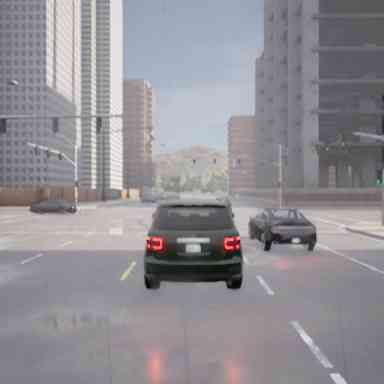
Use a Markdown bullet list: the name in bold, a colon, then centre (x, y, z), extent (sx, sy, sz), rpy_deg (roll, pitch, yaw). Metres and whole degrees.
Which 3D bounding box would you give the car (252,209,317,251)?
- **car**: centre (3.540, 1.424, 13.725), extent (2.128, 1.511, 4.902), rpy_deg (0, 0, 0)

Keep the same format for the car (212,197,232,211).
- **car**: centre (3.320, 1.320, 37.989), extent (1.837, 1.490, 4.892), rpy_deg (0, 0, 0)

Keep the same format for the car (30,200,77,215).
- **car**: centre (-13.201, 1.410, 31.705), extent (4.181, 1.385, 1.994), rpy_deg (0, 0, 10)

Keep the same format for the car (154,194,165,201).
- **car**: centre (-6.989, 1.154, 71.603), extent (1.837, 1.490, 4.892), rpy_deg (0, 0, 1)

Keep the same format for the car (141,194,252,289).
- **car**: centre (0.034, 1.177, 9.146), extent (2.150, 2.045, 5.566), rpy_deg (0, 0, 0)

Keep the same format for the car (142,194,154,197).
- **car**: centre (-7.270, 1.081, 56.076), extent (2.097, 1.767, 4.553), rpy_deg (0, 0, 1)

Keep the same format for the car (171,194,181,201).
- **car**: centre (-3.489, 1.154, 71.576), extent (1.837, 1.490, 4.892), rpy_deg (0, 0, 1)

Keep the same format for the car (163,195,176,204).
- **car**: centre (-3.772, 1.234, 56.001), extent (1.837, 1.490, 4.892), rpy_deg (0, 0, 1)
